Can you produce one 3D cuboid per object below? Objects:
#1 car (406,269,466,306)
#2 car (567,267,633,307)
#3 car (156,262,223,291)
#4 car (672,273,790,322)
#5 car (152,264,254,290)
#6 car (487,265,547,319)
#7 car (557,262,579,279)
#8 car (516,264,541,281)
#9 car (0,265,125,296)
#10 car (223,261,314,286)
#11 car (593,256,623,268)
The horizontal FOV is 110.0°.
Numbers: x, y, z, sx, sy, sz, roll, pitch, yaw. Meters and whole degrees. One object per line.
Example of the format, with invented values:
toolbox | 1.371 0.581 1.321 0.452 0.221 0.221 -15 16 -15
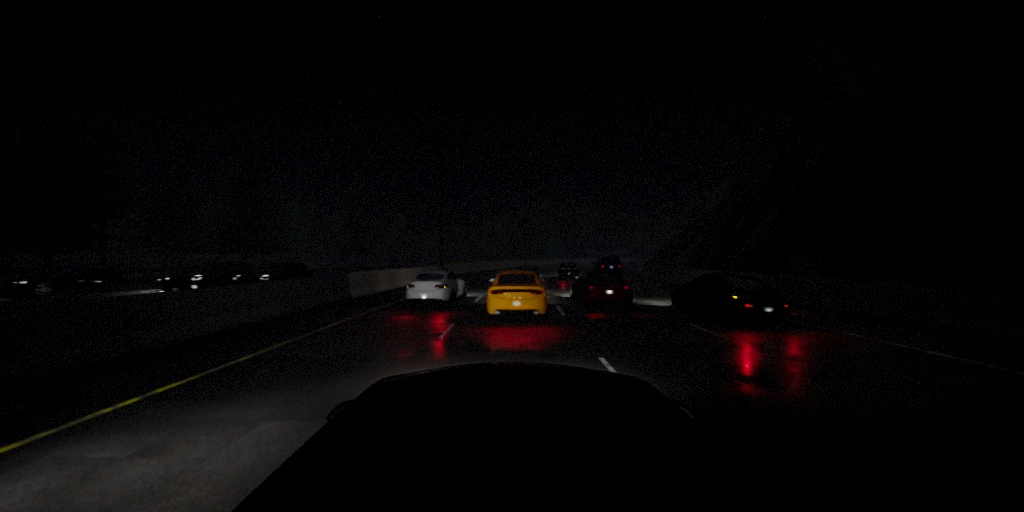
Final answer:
car | -3.225 1.302 15.775 1.812 1.442 4.674 0 0 2
car | 3.777 1.342 15.637 1.994 1.385 4.181 0 0 2
car | -17.169 1.132 20.707 2.097 1.767 4.553 0 0 4
car | 7.179 1.299 12.258 1.812 1.442 4.674 0 0 1
car | -20.470 1.334 24.178 2.033 1.411 5.357 0 0 4
car | 0.198 1.250 13.009 1.882 1.535 5.008 0 0 1
car | 5.225 1.304 33.240 2.128 1.511 4.902 0 0 7
car | 1.515 1.410 31.852 1.895 1.301 4.718 0 0 7
car | -24.257 1.267 19.459 2.128 1.511 4.902 0 0 3
car | -13.661 1.133 20.780 2.097 1.767 4.553 0 0 4
car | 8.660 1.035 32.666 2.150 2.045 5.566 0 0 7
